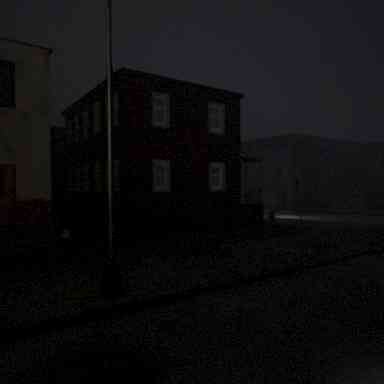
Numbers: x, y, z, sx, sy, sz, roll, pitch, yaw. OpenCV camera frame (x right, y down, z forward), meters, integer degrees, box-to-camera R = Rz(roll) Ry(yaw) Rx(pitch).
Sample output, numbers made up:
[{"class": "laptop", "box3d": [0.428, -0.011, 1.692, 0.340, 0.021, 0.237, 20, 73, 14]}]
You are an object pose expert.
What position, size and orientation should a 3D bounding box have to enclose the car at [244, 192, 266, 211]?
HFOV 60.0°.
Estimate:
[{"class": "car", "box3d": [4.289, 0.960, 30.932, 2.150, 2.045, 5.566, -1, 0, -35]}]
